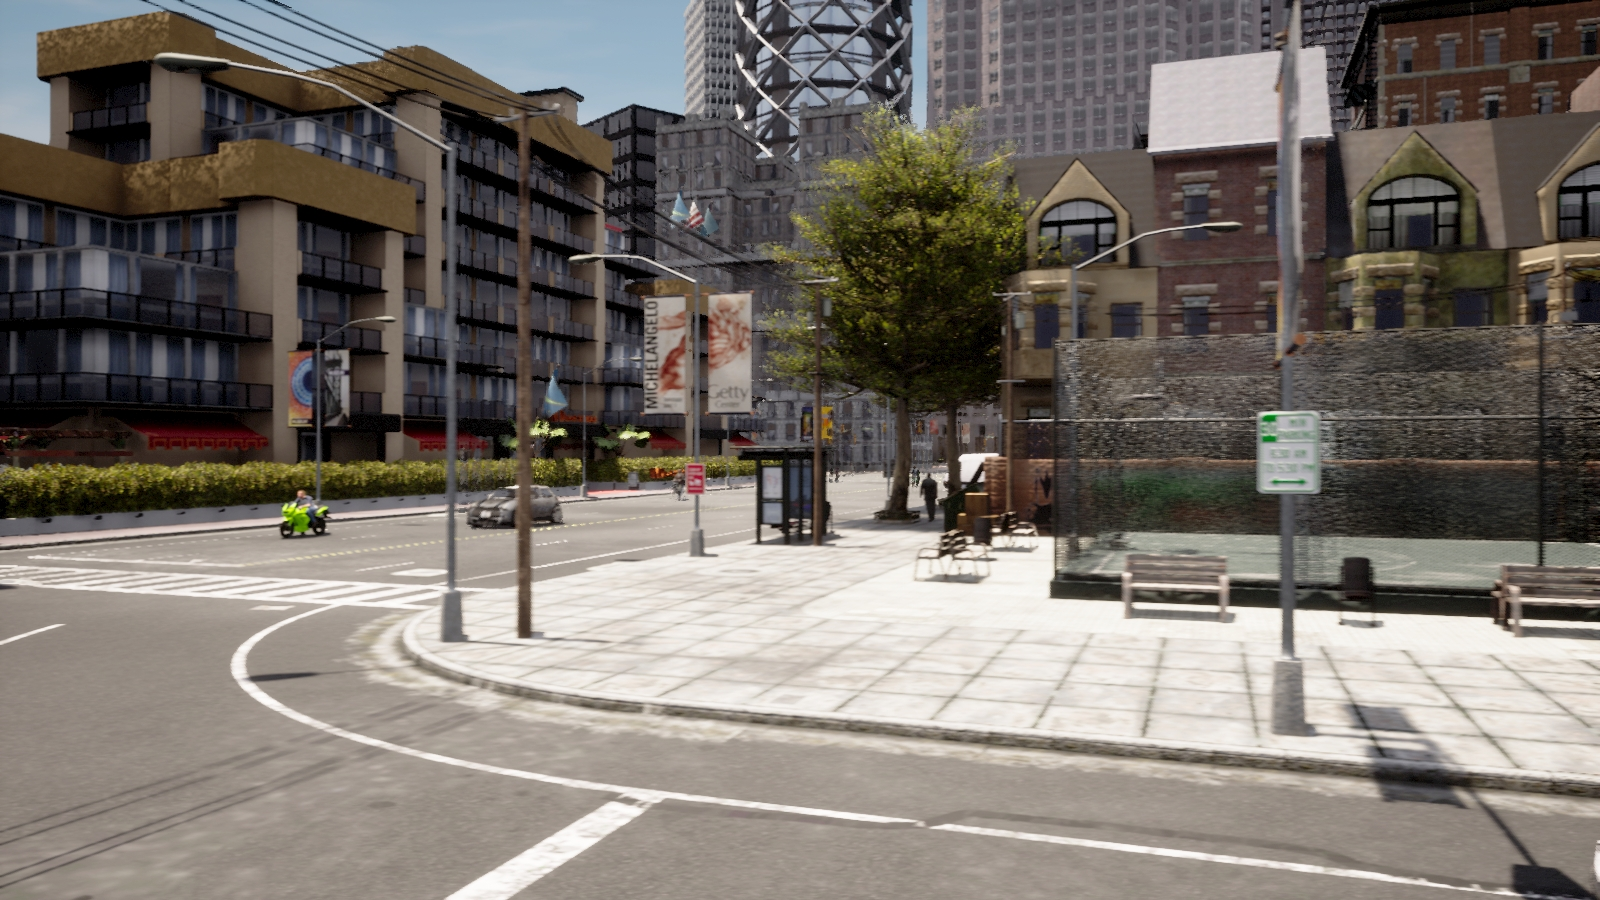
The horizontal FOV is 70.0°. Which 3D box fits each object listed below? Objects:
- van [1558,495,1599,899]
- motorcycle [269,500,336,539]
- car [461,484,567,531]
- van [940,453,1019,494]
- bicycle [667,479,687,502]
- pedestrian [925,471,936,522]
[{"bbox_3d":[6.506,1.535,4.246,5.915,2.561,1.988,0,0,25],"label":"van"},{"bbox_3d":[-15.973,2.213,36.726,0.803,1.145,2.033,0,0,19],"label":"motorcycle"},{"bbox_3d":[-10.417,2.064,41.868,1.970,1.475,3.806,0,0,20],"label":"car"},{"bbox_3d":[11.880,1.534,76.052,1.988,2.561,5.915,-1,0,-29],"label":"van"},{"bbox_3d":[-6.718,2.210,62.539,0.329,1.171,1.835,0,0,21],"label":"bicycle"},{"bbox_3d":[4.786,1.696,41.959,0.375,1.860,0.375,0,0,6],"label":"pedestrian"}]
